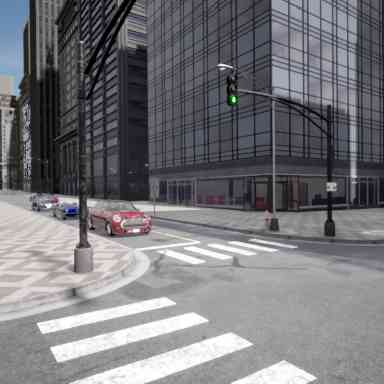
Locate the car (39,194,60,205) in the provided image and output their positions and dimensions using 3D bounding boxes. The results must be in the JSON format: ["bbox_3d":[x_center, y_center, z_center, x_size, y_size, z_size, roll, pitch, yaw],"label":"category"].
[{"bbox_3d":[-20.554,1.060,47.894,1.994,1.385,4.181,-1,1,-34],"label":"car"}]

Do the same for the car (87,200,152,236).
[{"bbox_3d":[-3.927,1.233,17.701,2.097,1.767,4.553,-1,1,-34],"label":"car"}]

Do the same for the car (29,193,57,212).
[{"bbox_3d":[-15.427,1.177,34.672,2.128,1.511,4.902,-1,1,-34],"label":"car"}]

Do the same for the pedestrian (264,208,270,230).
[{"bbox_3d":[3.897,1.372,17.288,0.500,1.100,0.500,0,0,-34],"label":"pedestrian"}]

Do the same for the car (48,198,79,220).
[{"bbox_3d":[-9.605,1.389,26.081,1.895,1.301,4.718,-1,1,-34],"label":"car"}]

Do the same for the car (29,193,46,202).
[{"bbox_3d":[-26.107,0.881,56.059,1.837,1.490,4.892,-1,1,-34],"label":"car"}]
